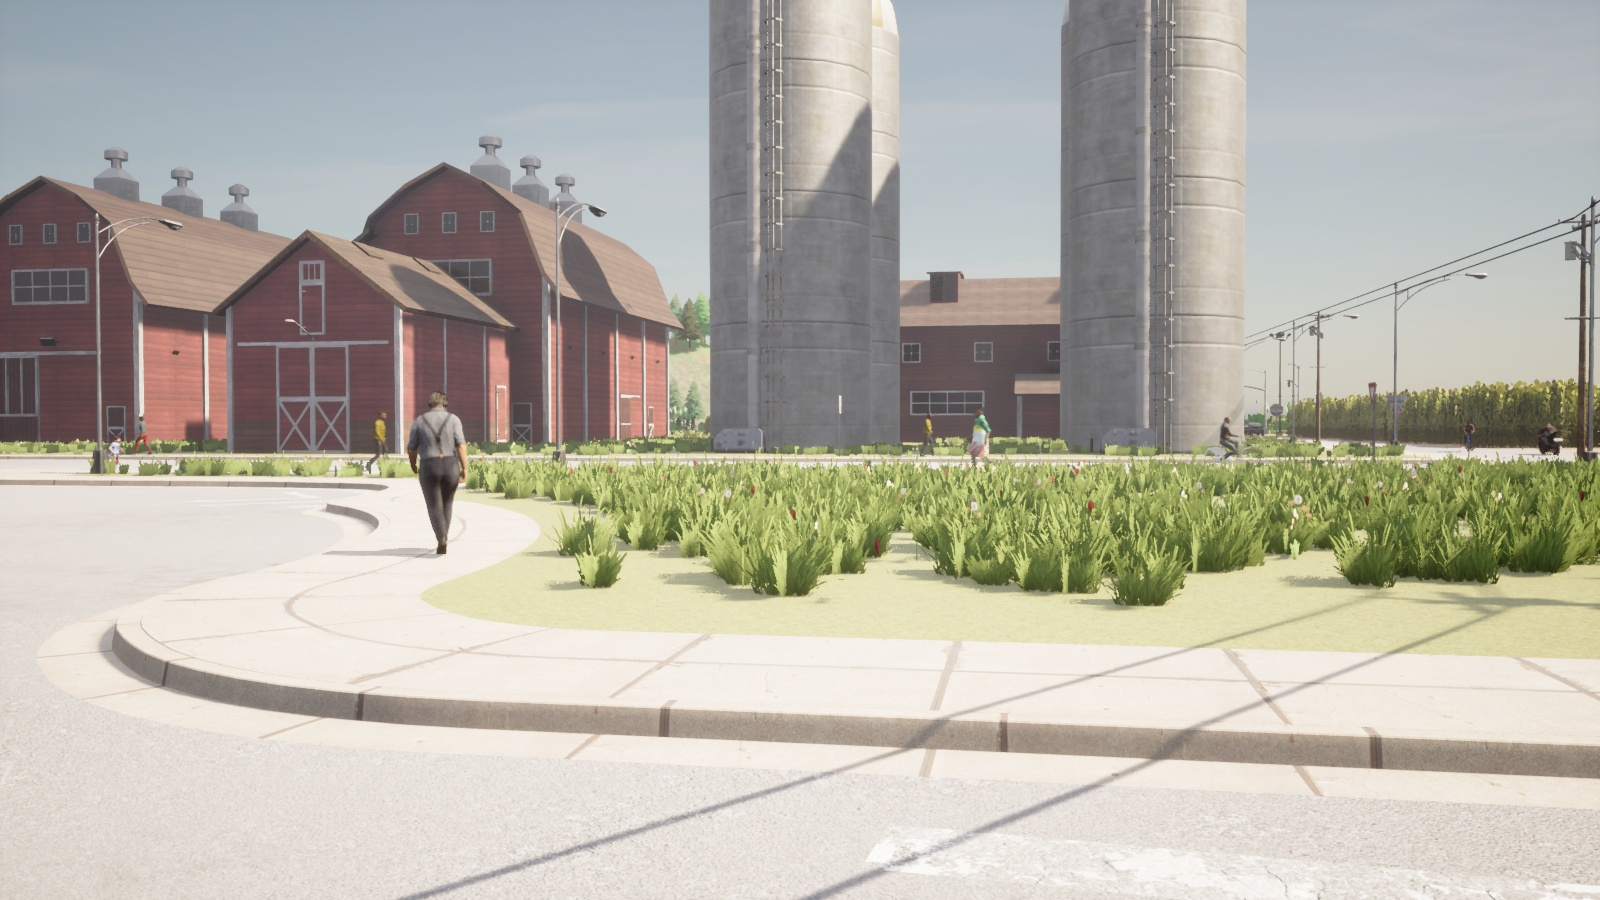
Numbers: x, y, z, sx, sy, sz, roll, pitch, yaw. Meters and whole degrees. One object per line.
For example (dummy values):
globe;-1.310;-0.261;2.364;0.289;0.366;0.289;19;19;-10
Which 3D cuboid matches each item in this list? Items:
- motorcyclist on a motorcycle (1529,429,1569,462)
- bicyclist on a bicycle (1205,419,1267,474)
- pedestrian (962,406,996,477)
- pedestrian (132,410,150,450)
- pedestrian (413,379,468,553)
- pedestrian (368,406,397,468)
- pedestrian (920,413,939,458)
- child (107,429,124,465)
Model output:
motorcyclist on a motorcycle;35.269;-0.223;59.178;0.866;1.530;2.191;1;1;10
bicyclist on a bicycle;14.439;-0.122;41.611;1.843;1.776;0.659;0;1;10
pedestrian;4.944;-0.239;34.689;0.873;1.952;0.659;0;1;5
pedestrian;-30.318;-0.928;57.763;0.614;1.847;0.353;0;1;5
pedestrian;-3.941;0.165;13.748;0.540;1.848;0.694;0;1;-19
pedestrian;-12.368;-0.387;37.208;0.709;1.840;0.431;0;1;8
pedestrian;5.267;-0.592;51.130;0.726;1.835;0.370;1;1;14
child;-21.415;-0.101;39.300;0.394;1.110;0.255;1;1;10
